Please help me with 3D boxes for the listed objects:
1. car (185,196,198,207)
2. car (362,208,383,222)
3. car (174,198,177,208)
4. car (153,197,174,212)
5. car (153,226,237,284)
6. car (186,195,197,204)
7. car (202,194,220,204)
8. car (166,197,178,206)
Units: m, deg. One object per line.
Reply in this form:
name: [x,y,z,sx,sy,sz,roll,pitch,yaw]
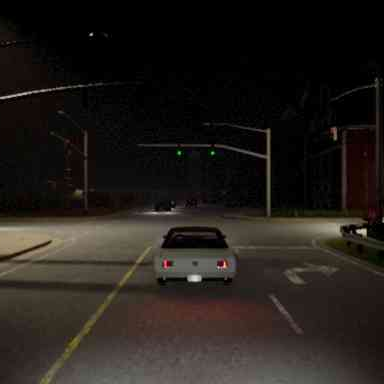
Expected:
car: [-0.060,1.724,54.718,1.837,1.490,4.892,0,0,0]
car: [15.099,1.602,24.314,5.008,1.535,1.882,0,0,1]
car: [-3.644,1.557,51.026,2.097,1.767,4.553,0,0,0]
car: [-3.642,1.692,42.122,1.812,1.442,4.674,0,0,0]
car: [0.073,1.640,9.620,1.895,1.301,4.718,0,0,0]
car: [-0.081,1.592,68.720,2.097,1.767,4.553,0,-1,0]
car: [4.085,1.427,70.493,1.905,1.878,3.866,-8,3,-42]
car: [-3.631,1.745,60.169,1.837,1.490,4.892,0,0,0]
